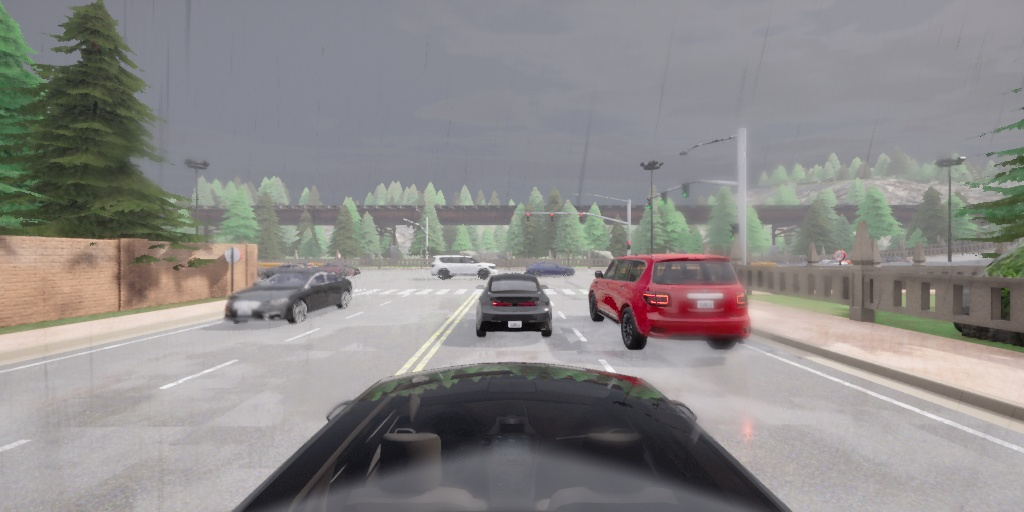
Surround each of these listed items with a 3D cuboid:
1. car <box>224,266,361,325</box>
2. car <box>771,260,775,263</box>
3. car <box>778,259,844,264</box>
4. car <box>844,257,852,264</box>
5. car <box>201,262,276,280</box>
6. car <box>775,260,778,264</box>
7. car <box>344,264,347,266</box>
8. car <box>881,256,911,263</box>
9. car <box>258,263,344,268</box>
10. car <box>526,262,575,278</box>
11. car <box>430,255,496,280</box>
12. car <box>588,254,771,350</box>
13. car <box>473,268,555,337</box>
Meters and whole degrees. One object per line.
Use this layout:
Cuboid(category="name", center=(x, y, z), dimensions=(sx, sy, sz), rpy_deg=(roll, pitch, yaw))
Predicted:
Cuboid(category="car", center=(-7.096, 1.241, 11.998), dimensions=(2.128, 1.511, 4.902), rpy_deg=(0, 0, 0))
Cuboid(category="car", center=(29.228, 1.242, 44.585), dimensions=(4.902, 1.511, 2.128), rpy_deg=(0, 0, 0))
Cuboid(category="car", center=(34.171, 1.287, 41.111), dimensions=(5.357, 1.411, 2.033), rpy_deg=(0, 0, 0))
Cuboid(category="car", center=(39.210, 1.183, 44.638), dimensions=(4.674, 1.442, 1.812), rpy_deg=(-1, 0, 0))
Cuboid(category="car", center=(-22.994, 1.255, 30.272), dimensions=(4.892, 1.490, 1.837), rpy_deg=(0, 0, 0))
Cuboid(category="car", center=(34.745, 1.240, 48.111), dimensions=(4.892, 1.490, 1.837), rpy_deg=(0, 0, 0))
Cuboid(category="car", center=(-16.569, 1.314, 33.785), dimensions=(4.181, 1.385, 1.994), rpy_deg=(0, 0, 0))
Cuboid(category="car", center=(42.803, 0.891, 41.153), dimensions=(4.553, 1.767, 2.097), rpy_deg=(-2, 0, 0))
Cuboid(category="car", center=(-15.476, 1.242, 26.408), dimensions=(4.902, 1.511, 2.128), rpy_deg=(0, 0, 6))
Cuboid(category="car", center=(3.571, 1.276, 33.823), dimensions=(4.674, 1.442, 1.812), rpy_deg=(0, 0, 0))
Cuboid(category="car", center=(-4.051, 0.972, 30.306), dimensions=(5.566, 2.045, 2.150), rpy_deg=(0, 0, 0))
Cuboid(category="car", center=(3.516, 0.971, 9.196), dimensions=(2.150, 2.045, 5.566), rpy_deg=(0, 0, 0))
Cuboid(category="car", center=(0.019, 1.255, 10.296), dimensions=(1.837, 1.490, 4.892), rpy_deg=(0, 0, -1))
